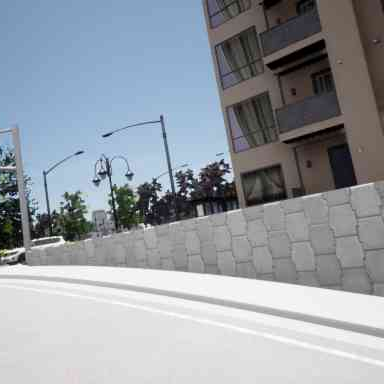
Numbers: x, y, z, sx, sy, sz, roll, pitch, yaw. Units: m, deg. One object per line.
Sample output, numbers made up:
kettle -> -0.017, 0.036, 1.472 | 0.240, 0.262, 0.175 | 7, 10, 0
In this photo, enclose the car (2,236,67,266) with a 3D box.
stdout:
car -> -14.125, 5.314, 30.275 | 2.150, 2.045, 5.566 | -14, -8, 35
